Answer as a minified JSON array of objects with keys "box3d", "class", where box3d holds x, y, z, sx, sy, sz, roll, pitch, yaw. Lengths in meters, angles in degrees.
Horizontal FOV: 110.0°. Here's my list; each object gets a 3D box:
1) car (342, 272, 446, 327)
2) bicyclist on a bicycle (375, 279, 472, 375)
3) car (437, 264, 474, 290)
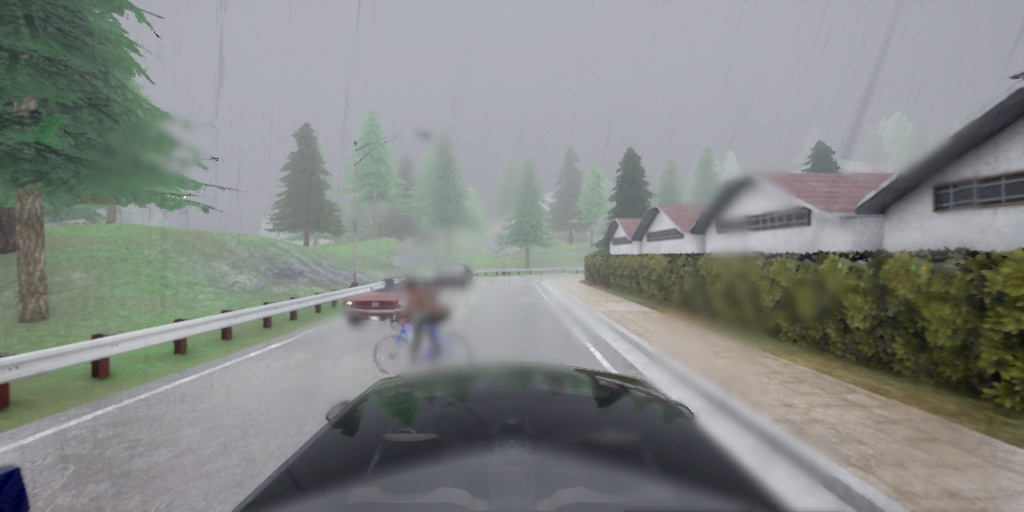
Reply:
[{"box3d":[-3.639,1.358,11.735,1.895,1.301,4.718,0,0,0],"class":"car"},{"box3d":[-1.508,1.206,6.022,1.656,1.620,0.582,-2,0,0],"class":"bicyclist on a bicycle"},{"box3d":[-3.575,1.242,22.729,1.882,1.535,5.008,0,0,2],"class":"car"}]
